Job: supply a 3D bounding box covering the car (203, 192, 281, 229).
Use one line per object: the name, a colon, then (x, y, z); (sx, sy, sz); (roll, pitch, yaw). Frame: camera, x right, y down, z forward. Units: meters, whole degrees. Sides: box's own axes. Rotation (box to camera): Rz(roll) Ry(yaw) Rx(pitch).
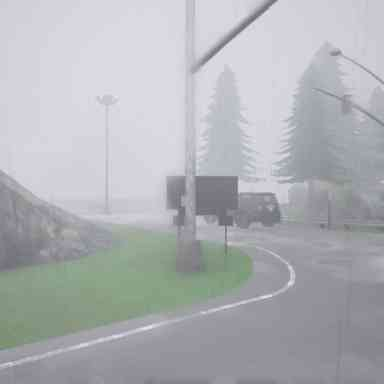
car: (2.871, 1.031, 20.179); (2.150, 2.045, 5.566); (0, 0, -31)
